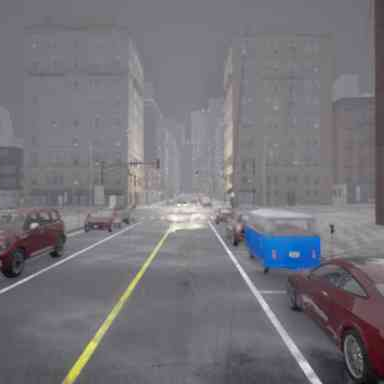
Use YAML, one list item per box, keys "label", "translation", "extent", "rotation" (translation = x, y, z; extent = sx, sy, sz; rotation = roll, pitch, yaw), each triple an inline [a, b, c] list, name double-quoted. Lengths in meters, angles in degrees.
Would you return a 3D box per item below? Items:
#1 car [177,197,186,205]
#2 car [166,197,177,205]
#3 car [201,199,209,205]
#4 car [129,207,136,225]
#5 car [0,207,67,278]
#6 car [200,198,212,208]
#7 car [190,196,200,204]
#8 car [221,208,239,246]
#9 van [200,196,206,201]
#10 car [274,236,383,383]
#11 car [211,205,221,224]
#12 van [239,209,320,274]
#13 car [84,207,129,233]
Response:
- label: "car"
  translation: [-2.565, 2.570, 86.553]
  extent: [1.895, 1.301, 4.718]
  rotation: [0, -1, 0]
- label: "car"
  translation: [-5.369, 2.516, 81.713]
  extent: [1.802, 1.307, 4.206]
  rotation: [0, -1, 0]
- label: "car"
  translation: [3.157, 2.515, 81.638]
  extent: [1.802, 1.307, 4.206]
  rotation: [0, 0, 0]
- label: "car"
  translation: [-5.773, 1.931, 27.773]
  extent: [1.947, 1.339, 4.313]
  rotation: [0, -1, 0]
- label: "car"
  translation: [-5.771, 1.463, 10.846]
  extent: [2.192, 1.841, 5.009]
  rotation: [0, -1, 0]
- label: "car"
  translation: [3.017, 2.355, 64.980]
  extent: [1.802, 1.307, 4.206]
  rotation: [0, -1, 0]
- label: "car"
  translation: [0.492, 2.533, 93.418]
  extent: [1.812, 1.442, 4.674]
  rotation: [0, 0, 0]
- label: "car"
  translation: [2.754, 1.661, 16.487]
  extent: [1.967, 1.590, 4.097]
  rotation: [0, -1, 0]
- label: "van"
  translation: [3.063, 2.169, 70.534]
  extent: [1.690, 1.788, 3.998]
  rotation: [0, -1, 0]
- label: "car"
  translation: [2.757, 1.654, 5.197]
  extent: [1.802, 1.307, 4.206]
  rotation: [0, -1, 0]
- label: "car"
  translation: [2.752, 1.947, 27.773]
  extent: [1.802, 1.307, 4.206]
  rotation: [0, -1, 0]
- label: "van"
  translation: [2.755, 1.489, 10.844]
  extent: [1.690, 1.788, 3.998]
  rotation: [0, -1, 0]
- label: "car"
  translation: [-5.772, 1.838, 22.130]
  extent: [1.887, 1.381, 4.507]
  rotation: [0, -1, 0]
